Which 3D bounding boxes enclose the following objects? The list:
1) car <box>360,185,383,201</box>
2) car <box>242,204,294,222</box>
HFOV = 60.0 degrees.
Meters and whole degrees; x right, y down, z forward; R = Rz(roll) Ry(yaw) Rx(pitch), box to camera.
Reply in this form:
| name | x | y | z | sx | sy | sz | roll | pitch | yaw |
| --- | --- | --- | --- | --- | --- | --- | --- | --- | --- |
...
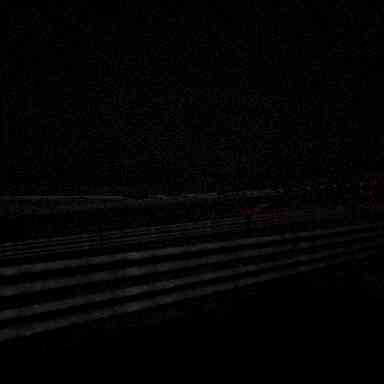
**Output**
| name | x | y | z | sx | sy | sz | roll | pitch | yaw |
| --- | --- | --- | --- | --- | --- | --- | --- | --- | --- |
| car | 25.641 | 0.013 | 45.530 | 5.566 | 2.045 | 2.150 | -4 | 2 | -23 |
| car | 6.923 | 1.840 | 30.148 | 5.008 | 1.535 | 1.882 | -4 | 2 | -23 |
